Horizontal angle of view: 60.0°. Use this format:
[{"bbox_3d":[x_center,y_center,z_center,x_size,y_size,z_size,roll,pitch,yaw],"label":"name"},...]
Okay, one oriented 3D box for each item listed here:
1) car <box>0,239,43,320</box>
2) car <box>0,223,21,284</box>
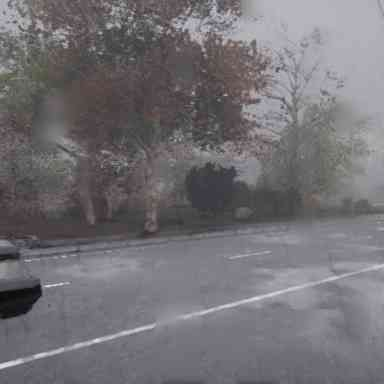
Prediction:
[{"bbox_3d":[-4.862,1.601,4.798,4.718,1.301,1.895,0,0,-35],"label":"car"},{"bbox_3d":[-6.754,1.597,7.748,4.718,1.301,1.895,0,0,-35],"label":"car"}]
